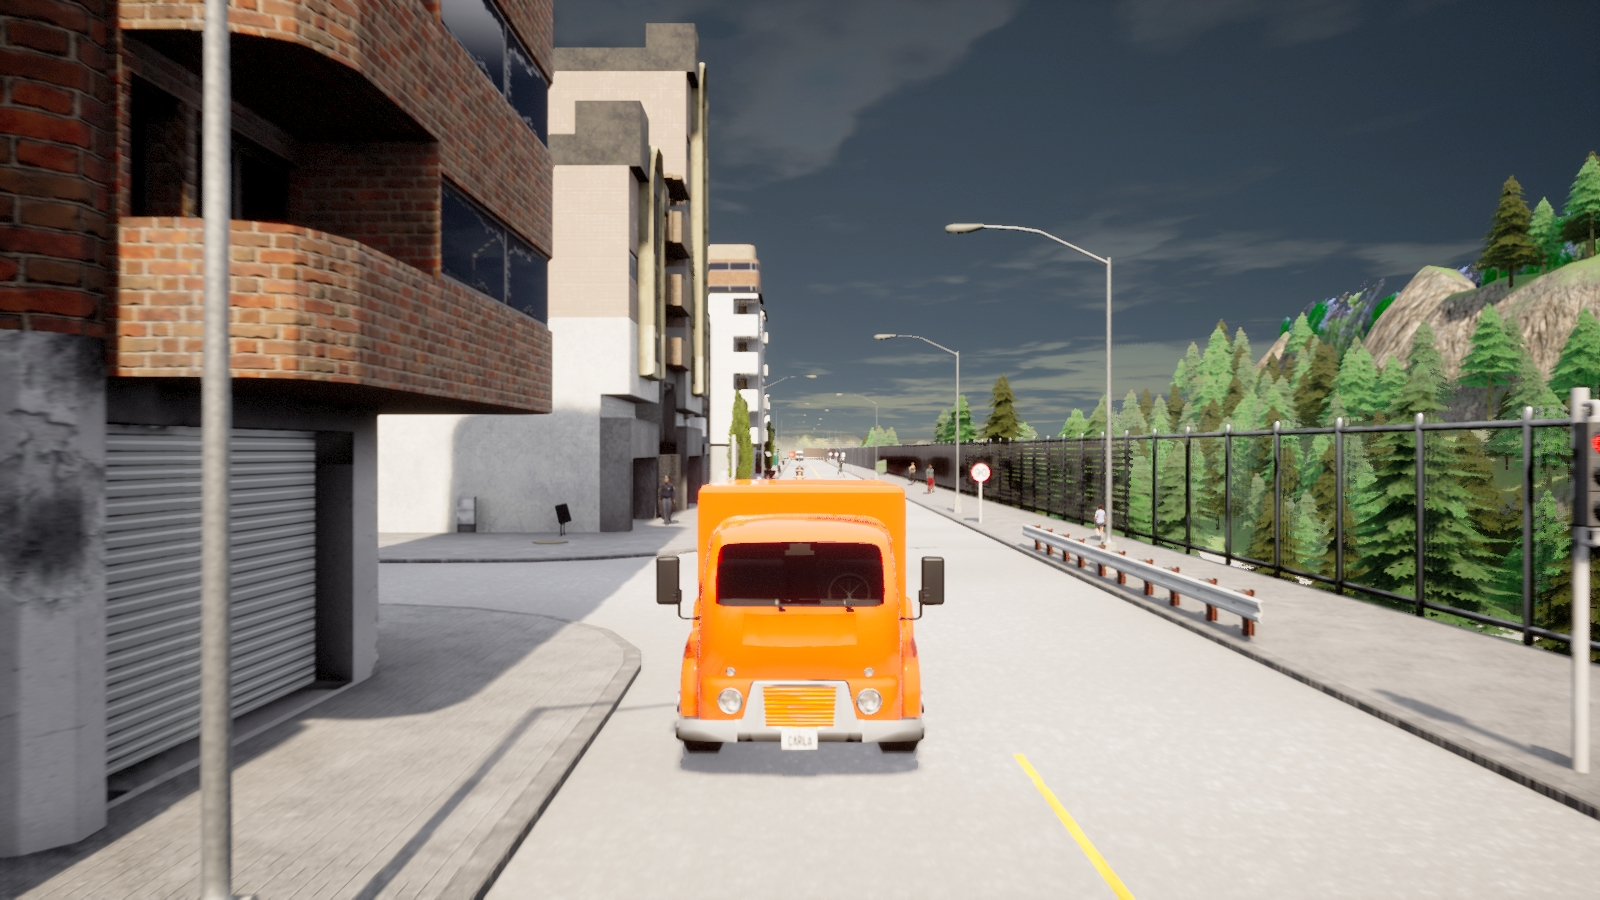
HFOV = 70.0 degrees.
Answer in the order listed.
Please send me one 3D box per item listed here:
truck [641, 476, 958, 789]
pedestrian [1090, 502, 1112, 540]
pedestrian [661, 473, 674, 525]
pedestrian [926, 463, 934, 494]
[{"bbox_3d":[0.020,1.568,12.066,2.627,2.467,5.204,0,0,1],"label":"truck"},{"bbox_3d":[8.967,2.125,34.057,0.500,1.100,0.500,0,0,-1],"label":"pedestrian"},{"bbox_3d":[-4.741,1.747,40.896,0.375,1.860,0.375,0,0,3],"label":"pedestrian"},{"bbox_3d":[7.883,1.745,69.298,0.375,1.860,0.375,0,0,-15],"label":"pedestrian"}]
